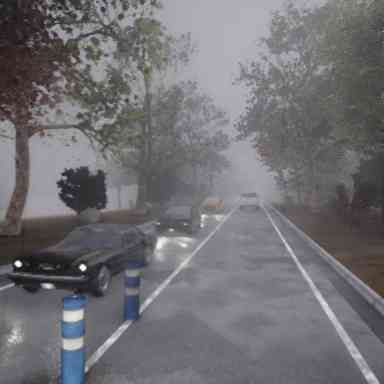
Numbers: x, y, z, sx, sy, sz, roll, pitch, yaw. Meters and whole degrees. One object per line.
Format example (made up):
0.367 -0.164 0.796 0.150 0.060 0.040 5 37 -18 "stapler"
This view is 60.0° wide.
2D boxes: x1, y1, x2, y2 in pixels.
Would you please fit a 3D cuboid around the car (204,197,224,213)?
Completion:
2.086 1.254 33.391 1.882 1.535 5.008 1 1 10 "car"

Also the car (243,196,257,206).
8.661 1.332 49.588 2.033 1.411 5.357 1 0 10 "car"

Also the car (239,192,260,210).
6.801 1.000 39.314 2.150 2.045 5.566 1 0 10 "car"

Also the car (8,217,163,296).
-2.437 1.559 8.768 1.895 1.301 4.718 1 0 11 "car"

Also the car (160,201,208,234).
-0.575 1.455 18.868 2.033 1.411 5.357 1 1 9 "car"
